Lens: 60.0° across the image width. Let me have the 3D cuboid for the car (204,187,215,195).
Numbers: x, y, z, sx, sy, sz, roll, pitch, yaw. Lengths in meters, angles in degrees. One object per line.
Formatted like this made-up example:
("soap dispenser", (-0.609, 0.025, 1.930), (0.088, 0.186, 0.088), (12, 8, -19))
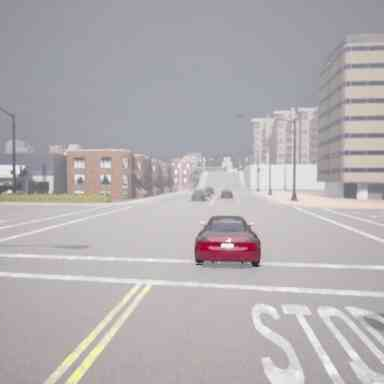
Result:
("car", (3.644, -0.301, 69.039), (1.882, 1.535, 5.008), (0, 2, 6))

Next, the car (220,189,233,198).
("car", (5.642, 0.210, 53.744), (1.812, 1.442, 4.674), (0, 2, 6))

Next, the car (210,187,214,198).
("car", (2.147, 0.185, 55.603), (1.994, 1.385, 4.181), (0, 2, 6))

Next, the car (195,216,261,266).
("car", (1.192, 1.497, 11.336), (1.994, 1.385, 4.181), (0, 0, 6))

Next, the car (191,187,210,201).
("car", (1.010, 0.441, 45.008), (1.837, 1.490, 4.892), (0, 2, 6))
